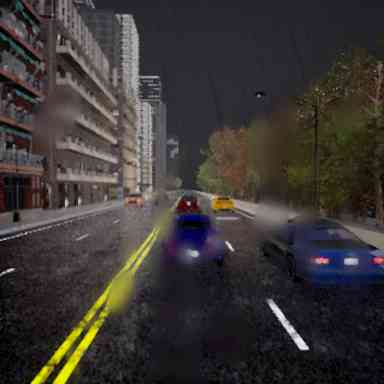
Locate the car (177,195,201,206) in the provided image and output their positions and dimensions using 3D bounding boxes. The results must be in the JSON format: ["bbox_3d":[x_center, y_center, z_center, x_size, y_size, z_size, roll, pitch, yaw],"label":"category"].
[{"bbox_3d":[-0.289,1.041,30.769,2.097,1.767,4.553,0,1,-1],"label":"car"}]

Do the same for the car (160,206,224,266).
[{"bbox_3d":[-0.017,1.414,10.925,1.812,1.442,4.674,0,1,-1],"label":"car"}]

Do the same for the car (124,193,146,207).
[{"bbox_3d":[-7.122,0.927,41.894,2.097,1.767,4.553,0,1,-1],"label":"car"}]

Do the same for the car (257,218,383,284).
[{"bbox_3d":[3.242,1.453,9.361,2.033,1.411,5.357,0,1,-1],"label":"car"}]

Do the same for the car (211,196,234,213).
[{"bbox_3d":[2.937,1.150,32.632,1.882,1.535,5.008,0,1,-1],"label":"car"}]

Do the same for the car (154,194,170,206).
[{"bbox_3d":[-3.898,1.060,44.076,1.837,1.490,4.892,0,1,-1],"label":"car"}]
